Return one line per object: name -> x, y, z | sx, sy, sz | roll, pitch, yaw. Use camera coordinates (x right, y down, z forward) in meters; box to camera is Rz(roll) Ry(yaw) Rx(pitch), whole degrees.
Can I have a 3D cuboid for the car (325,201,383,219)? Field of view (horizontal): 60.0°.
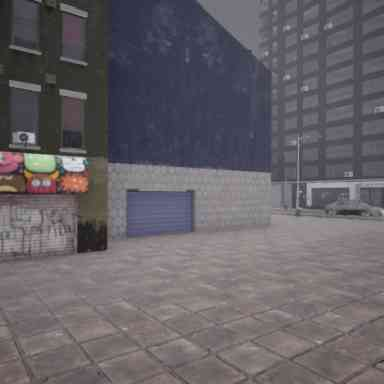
car -> 13.920, 1.513, 28.639 | 2.128, 1.511, 4.902 | 1, 0, -36
